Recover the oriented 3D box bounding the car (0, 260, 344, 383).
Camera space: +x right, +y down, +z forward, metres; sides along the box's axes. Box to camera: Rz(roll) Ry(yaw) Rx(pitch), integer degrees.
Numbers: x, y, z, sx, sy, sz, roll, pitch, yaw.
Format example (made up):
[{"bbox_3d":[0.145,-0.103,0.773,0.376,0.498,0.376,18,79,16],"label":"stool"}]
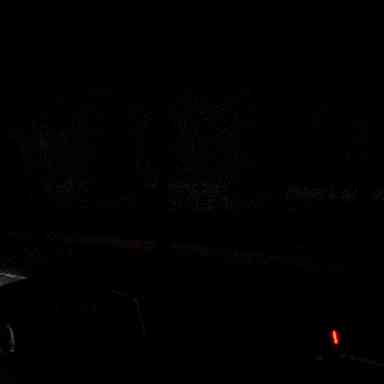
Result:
[{"bbox_3d":[-0.746,1.596,4.285,4.718,1.301,1.895,0,0,34],"label":"car"}]
